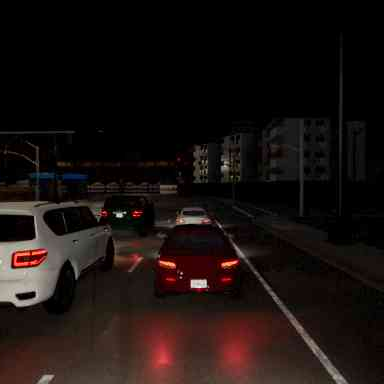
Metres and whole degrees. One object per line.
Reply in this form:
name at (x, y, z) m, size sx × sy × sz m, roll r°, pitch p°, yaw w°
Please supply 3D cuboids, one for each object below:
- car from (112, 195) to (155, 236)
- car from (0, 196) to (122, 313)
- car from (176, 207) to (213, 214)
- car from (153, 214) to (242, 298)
car at (-3.359, 1.179, 18.131) m, size 2.150 × 2.045 × 5.566 m, roll 0°, pitch 0°, yaw 0°
car at (-3.386, 1.218, 7.772) m, size 2.150 × 2.045 × 5.566 m, roll 0°, pitch 0°, yaw 0°
car at (0.108, 1.490, 17.503) m, size 1.812 × 1.442 × 4.674 m, roll 0°, pitch 0°, yaw 1°
car at (0.117, 1.521, 8.416) m, size 1.812 × 1.442 × 4.674 m, roll 0°, pitch 0°, yaw 0°
